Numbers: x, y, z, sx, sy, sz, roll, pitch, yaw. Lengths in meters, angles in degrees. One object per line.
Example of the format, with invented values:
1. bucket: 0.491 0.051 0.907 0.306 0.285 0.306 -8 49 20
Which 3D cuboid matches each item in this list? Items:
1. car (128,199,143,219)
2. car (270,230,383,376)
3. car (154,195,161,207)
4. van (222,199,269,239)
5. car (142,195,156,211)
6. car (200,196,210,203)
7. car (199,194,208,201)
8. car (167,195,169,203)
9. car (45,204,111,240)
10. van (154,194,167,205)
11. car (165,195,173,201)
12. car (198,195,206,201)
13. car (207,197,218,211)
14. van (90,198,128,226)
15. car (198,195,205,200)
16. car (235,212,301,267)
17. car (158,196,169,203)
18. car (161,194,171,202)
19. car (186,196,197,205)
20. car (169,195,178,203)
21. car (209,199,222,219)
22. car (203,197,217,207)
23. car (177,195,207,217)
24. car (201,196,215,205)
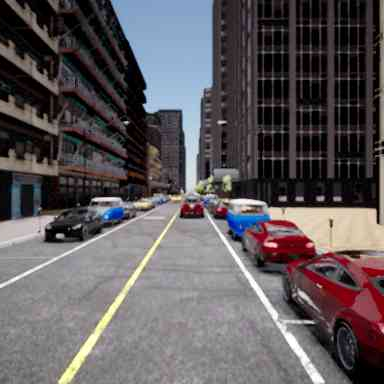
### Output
1. car: -5.707 1.480 27.888 2.008 1.369 4.403 0 0 0
2. car: 2.689 1.565 5.242 1.802 1.307 4.206 0 0 0
3. car: -5.718 1.467 44.878 2.008 1.369 4.403 0 0 0
4. van: 2.682 1.291 16.567 1.690 1.788 3.998 0 0 0
5. car: -5.714 1.444 39.043 1.752 1.417 4.829 0 0 0
6. car: 2.647 1.449 67.540 1.887 1.381 4.507 0 0 0
7. car: 2.640 1.342 78.866 1.967 1.590 4.097 0 0 0
8. car: -5.729 1.432 61.700 1.752 1.417 4.829 0 0 0
9. car: -5.698 1.516 16.561 1.947 1.339 4.313 0 0 0
10. van: -5.725 1.251 56.206 1.690 1.788 3.998 0 0 0
11. car: -5.744 1.431 84.353 1.752 1.417 4.829 0 0 0
12. car: 2.636 1.450 84.528 1.887 1.381 4.507 0 0 0
13. car: 2.670 1.474 33.556 2.008 1.369 4.403 0 0 0
14. van: -5.702 1.279 22.225 1.690 1.788 3.998 0 0 0
15. car: 2.632 1.437 90.360 1.752 1.417 4.829 0 0 0
16. car: 2.685 1.548 10.904 1.802 1.307 4.206 0 0 0
17. car: -5.733 1.470 67.534 1.947 1.339 4.313 0 0 0
18. car: -5.736 1.342 73.196 1.967 1.590 4.097 0 0 0
19. car: -0.033 1.391 57.155 1.882 1.535 5.008 0 0 0
20. car: -3.051 1.381 67.453 1.882 1.535 5.008 0 0 0
21. car: 2.673 1.511 27.893 1.802 1.307 4.206 0 0 0
22. car: 2.659 1.458 50.547 1.887 1.381 4.507 0 0 0
23. car: 0.023 1.278 30.514 2.097 1.767 4.553 0 0 0
24. car: 2.655 1.461 56.211 2.008 1.369 4.403 0 0 0
